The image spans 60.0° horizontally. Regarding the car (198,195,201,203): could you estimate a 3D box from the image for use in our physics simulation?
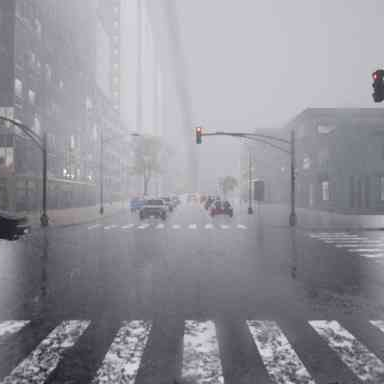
[{"bbox_3d":[2.652,1.321,65.055,2.192,1.841,5.009,1,0,0],"label":"car"}]

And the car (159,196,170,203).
[{"bbox_3d":[-5.737,1.572,70.683,1.947,1.339,4.313,1,0,0],"label":"car"}]

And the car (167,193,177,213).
[{"bbox_3d":[-3.130,1.357,37.733,2.097,1.767,4.553,0,0,0],"label":"car"}]

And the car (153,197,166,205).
[{"bbox_3d":[-5.728,1.587,59.335,1.802,1.307,4.206,1,0,0],"label":"car"}]

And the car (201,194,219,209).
[{"bbox_3d":[2.671,1.320,42.359,2.192,1.841,5.009,1,0,0],"label":"car"}]

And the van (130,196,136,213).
[{"bbox_3d":[-5.704,1.346,36.639,1.690,1.788,3.998,1,0,0],"label":"van"}]

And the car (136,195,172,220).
[{"bbox_3d":[-3.124,1.356,28.127,2.097,1.767,4.553,0,0,0],"label":"car"}]

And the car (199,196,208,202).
[{"bbox_3d":[2.638,1.572,76.403,1.947,1.339,4.313,1,0,0],"label":"car"}]

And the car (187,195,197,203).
[{"bbox_3d":[0.041,1.358,69.588,2.097,1.767,4.553,0,0,0],"label":"car"}]

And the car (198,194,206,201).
[{"bbox_3d":[2.630,1.446,87.750,1.967,1.590,4.097,1,0,0],"label":"car"}]

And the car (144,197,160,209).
[{"bbox_3d":[-5.717,1.530,47.817,1.752,1.417,4.829,1,0,0],"label":"car"}]

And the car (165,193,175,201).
[{"bbox_3d":[-5.747,1.321,87.705,2.192,1.841,5.009,1,0,0],"label":"car"}]

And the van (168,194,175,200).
[{"bbox_3d":[-5.753,1.347,93.379,1.690,1.788,3.998,1,0,0],"label":"van"}]

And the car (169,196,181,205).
[{"bbox_3d":[-3.086,1.483,60.022,1.882,1.535,5.008,0,0,1],"label":"car"}]

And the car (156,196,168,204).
[{"bbox_3d":[-5.733,1.572,65.009,1.947,1.339,4.313,1,0,0],"label":"car"}]

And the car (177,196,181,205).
[{"bbox_3d":[-3.131,1.496,48.074,2.128,1.511,4.902,0,0,0],"label":"car"}]

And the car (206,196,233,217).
[{"bbox_3d":[2.679,1.444,31.011,1.967,1.590,4.097,1,0,0],"label":"car"}]

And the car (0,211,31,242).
[{"bbox_3d":[-9.826,1.584,14.877,4.892,1.490,1.837,-2,-1,1],"label":"car"}]

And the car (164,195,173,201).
[{"bbox_3d":[-5.747,1.557,82.031,2.008,1.369,4.403,1,0,0],"label":"car"}]
